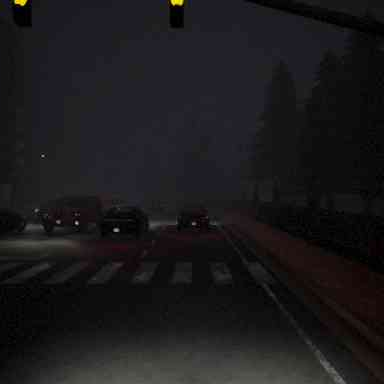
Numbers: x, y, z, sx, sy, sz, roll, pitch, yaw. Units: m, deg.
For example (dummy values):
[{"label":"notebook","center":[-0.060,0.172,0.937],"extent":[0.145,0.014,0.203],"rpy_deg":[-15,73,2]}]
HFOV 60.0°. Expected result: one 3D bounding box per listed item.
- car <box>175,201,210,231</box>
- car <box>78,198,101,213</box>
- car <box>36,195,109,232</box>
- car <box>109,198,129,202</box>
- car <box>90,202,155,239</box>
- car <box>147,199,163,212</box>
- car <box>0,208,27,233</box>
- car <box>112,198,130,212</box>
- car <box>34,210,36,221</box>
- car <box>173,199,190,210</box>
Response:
[{"label":"car","center":[0.094,1.535,20.393],"extent":[1.812,1.442,4.674],"rpy_deg":[0,0,0]},{"label":"car","center":[-11.658,1.507,38.193],"extent":[2.128,1.511,4.902],"rpy_deg":[0,0,-13]},{"label":"car","center":[-7.063,1.230,20.435],"extent":[2.150,2.045,5.566],"rpy_deg":[0,0,1]},{"label":"car","center":[-7.240,1.365,30.078],"extent":[2.097,1.767,4.553],"rpy_deg":[0,0,-2]},{"label":"car","center":[-3.404,1.499,17.416],"extent":[2.128,1.511,4.902],"rpy_deg":[0,0,0]},{"label":"car","center":[-4.449,1.564,38.895],"extent":[2.033,1.411,5.357],"rpy_deg":[0,0,-11]},{"label":"car","center":[-10.581,1.571,17.603],"extent":[1.994,1.385,4.181],"rpy_deg":[0,0,0]},{"label":"car","center":[-8.787,1.543,40.791],"extent":[1.812,1.442,4.674],"rpy_deg":[0,0,-16]},{"label":"car","center":[-10.609,1.363,26.304],"extent":[2.097,1.767,4.553],"rpy_deg":[0,0,0]},{"label":"car","center":[-1.056,1.564,39.574],"extent":[2.033,1.411,5.357],"rpy_deg":[0,0,-12]}]
